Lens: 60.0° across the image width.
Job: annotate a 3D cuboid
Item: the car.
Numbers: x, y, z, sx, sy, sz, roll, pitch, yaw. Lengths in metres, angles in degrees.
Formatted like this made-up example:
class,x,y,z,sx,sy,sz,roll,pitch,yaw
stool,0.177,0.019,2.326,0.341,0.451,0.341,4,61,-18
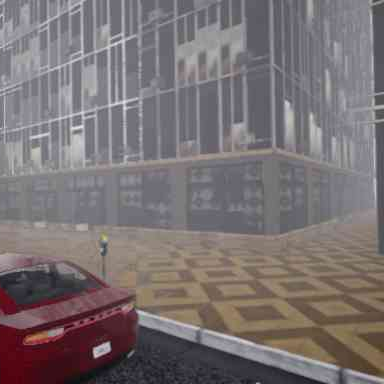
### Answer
class,x,y,z,sx,sy,sz,roll,pitch,yaw
car,-2.784,1.572,4.876,4.507,1.381,1.887,0,-1,36
